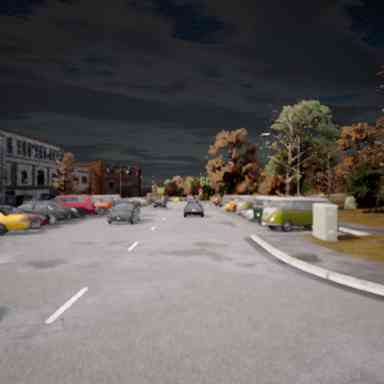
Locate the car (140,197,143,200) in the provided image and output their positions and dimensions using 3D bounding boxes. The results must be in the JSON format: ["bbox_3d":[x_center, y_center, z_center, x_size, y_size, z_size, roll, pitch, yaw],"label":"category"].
[{"bbox_3d":[-11.252,1.777,55.811,4.792,1.488,2.163,-1,-1,-20],"label":"car"}]

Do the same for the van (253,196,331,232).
[{"bbox_3d":[6.331,1.332,20.385,4.442,1.987,1.878,1,0,-20],"label":"van"}]

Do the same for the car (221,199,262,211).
[{"bbox_3d":[6.494,1.684,43.981,4.892,1.521,2.231,1,-1,-20],"label":"car"}]

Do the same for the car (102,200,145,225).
[{"bbox_3d":[-5.046,1.578,25.191,1.837,1.490,4.892,0,0,0],"label":"car"}]

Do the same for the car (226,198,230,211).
[{"bbox_3d":[6.473,1.666,35.152,4.674,1.452,2.002,1,-1,-20],"label":"car"}]

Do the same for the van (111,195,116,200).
[{"bbox_3d":[-11.439,1.392,38.155,4.442,1.987,1.878,-1,0,-20],"label":"van"}]

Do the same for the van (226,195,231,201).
[{"bbox_3d":[6.598,1.421,38.136,4.442,1.987,1.878,1,-1,-20],"label":"van"}]

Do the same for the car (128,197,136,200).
[{"bbox_3d":[-11.328,1.575,49.926,4.553,1.767,2.185,-1,-1,-20],"label":"car"}]

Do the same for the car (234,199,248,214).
[{"bbox_3d":[6.463,1.637,29.258,4.674,1.452,2.002,1,0,-20],"label":"car"}]

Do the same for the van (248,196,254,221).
[{"bbox_3d":[6.556,1.347,23.417,4.442,1.987,1.878,1,-1,-20],"label":"van"}]

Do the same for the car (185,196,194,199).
[{"bbox_3d":[0.218,1.861,57.879,1.994,1.385,4.181,0,0,0],"label":"car"}]

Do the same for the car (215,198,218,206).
[{"bbox_3d":[6.545,1.758,49.880,4.792,1.488,2.163,1,-1,-20],"label":"car"}]

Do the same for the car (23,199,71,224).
[{"bbox_3d":[-11.361,1.543,23.531,4.892,1.521,2.231,-1,0,-20],"label":"car"}]

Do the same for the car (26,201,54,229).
[{"bbox_3d":[-11.344,1.561,20.604,4.792,1.488,2.163,-1,0,-20],"label":"car"}]

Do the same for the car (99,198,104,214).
[{"bbox_3d":[-11.346,1.623,32.333,4.674,1.452,2.002,-1,-1,-20],"label":"car"}]

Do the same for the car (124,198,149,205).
[{"bbox_3d":[-11.250,1.885,67.535,4.674,1.452,2.002,-1,-1,-20],"label":"car"}]

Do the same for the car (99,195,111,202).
[{"bbox_3d":[-11.308,1.472,35.272,4.553,1.767,2.185,-1,0,-20],"label":"car"}]

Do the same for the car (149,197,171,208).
[{"bbox_3d":[-4.884,1.786,51.614,2.033,1.411,5.357,0,0,0],"label":"car"}]

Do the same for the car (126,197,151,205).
[{"bbox_3d":[-11.246,1.871,70.469,4.892,1.521,2.231,-1,-1,-20],"label":"car"}]

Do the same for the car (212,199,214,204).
[{"bbox_3d":[6.568,1.830,58.715,4.792,1.488,2.163,1,-1,-20],"label":"car"}]

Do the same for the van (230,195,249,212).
[{"bbox_3d":[6.365,1.384,32.161,4.442,1.987,1.878,1,0,-20],"label":"van"}]

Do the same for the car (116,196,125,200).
[{"bbox_3d":[-11.313,1.635,41.131,5.008,1.535,2.097,-1,0,-20],"label":"car"}]

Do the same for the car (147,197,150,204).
[{"bbox_3d":[-11.427,1.819,64.533,5.366,1.575,1.946,-1,0,-20],"label":"car"}]

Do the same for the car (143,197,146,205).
[{"bbox_3d":[-11.282,1.773,58.737,4.892,1.521,2.231,-1,-1,-20],"label":"car"}]

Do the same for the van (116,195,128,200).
[{"bbox_3d":[-11.207,1.429,44.110,4.442,1.987,1.878,-1,-1,-20],"label":"van"}]

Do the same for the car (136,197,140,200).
[{"bbox_3d":[-11.294,1.725,52.865,4.892,1.521,2.231,-1,-1,-20],"label":"car"}]

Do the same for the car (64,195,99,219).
[{"bbox_3d":[-11.381,1.317,29.386,5.566,2.045,2.435,-1,0,-20],"label":"car"}]

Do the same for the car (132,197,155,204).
[{"bbox_3d":[-11.220,1.919,76.332,4.892,1.521,2.231,0,0,-20],"label":"car"}]

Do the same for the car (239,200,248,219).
[{"bbox_3d":[6.458,1.622,26.312,4.674,1.452,2.002,1,0,-20],"label":"car"}]

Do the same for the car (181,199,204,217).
[{"bbox_3d":[0.174,1.685,33.331,1.994,1.385,4.181,0,0,0],"label":"car"}]

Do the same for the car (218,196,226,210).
[{"bbox_3d":[6.320,1.658,40.972,5.366,1.575,1.946,1,0,-20],"label":"car"}]

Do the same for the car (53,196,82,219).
[{"bbox_3d":[-11.395,1.428,26.462,4.553,1.767,2.185,-1,-1,-20],"label":"car"}]

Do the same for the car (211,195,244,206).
[{"bbox_3d":[6.529,1.573,61.635,5.566,2.045,2.435,1,0,-20],"label":"car"}]

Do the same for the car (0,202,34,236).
[{"bbox_3d":[-11.559,1.520,17.600,5.366,1.575,1.946,-1,0,-20],"label":"car"}]
